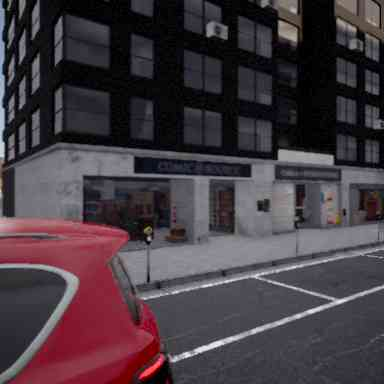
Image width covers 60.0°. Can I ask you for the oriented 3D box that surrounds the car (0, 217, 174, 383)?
[{"bbox_3d":[-2.673,1.219,1.153,5.566,2.045,2.150,-1,0,-36],"label":"car"}]
